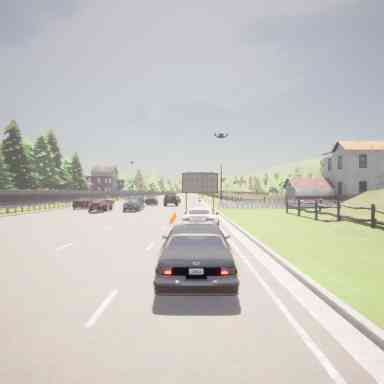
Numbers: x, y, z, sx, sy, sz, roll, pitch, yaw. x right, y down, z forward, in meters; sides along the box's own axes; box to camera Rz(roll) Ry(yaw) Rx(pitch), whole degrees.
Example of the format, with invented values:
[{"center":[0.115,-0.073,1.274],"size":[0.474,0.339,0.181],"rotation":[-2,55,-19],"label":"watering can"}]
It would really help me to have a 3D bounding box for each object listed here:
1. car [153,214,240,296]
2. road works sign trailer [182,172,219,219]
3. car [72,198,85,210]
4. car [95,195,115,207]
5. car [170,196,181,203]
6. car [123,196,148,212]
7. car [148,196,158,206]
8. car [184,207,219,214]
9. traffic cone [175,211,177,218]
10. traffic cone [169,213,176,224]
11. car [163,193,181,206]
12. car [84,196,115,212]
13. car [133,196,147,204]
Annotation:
[{"center":[0.108,1.547,8.795],"size":[2.033,1.411,5.357],"rotation":[0,0,1],"label":"car"},{"center":[0.512,0.464,22.055],"size":[2.380,3.560,2.880],"rotation":[0,0,-4],"label":"road works sign trailer"},{"center":[-13.849,1.478,43.106],"size":[1.882,1.535,5.008],"rotation":[0,0,0],"label":"car"},{"center":[-13.839,1.352,53.104],"size":[2.097,1.767,4.553],"rotation":[0,0,0],"label":"car"},{"center":[-3.319,1.564,68.547],"size":[1.994,1.385,4.181],"rotation":[0,0,0],"label":"car"},{"center":[-6.853,1.547,39.324],"size":[2.033,1.411,5.357],"rotation":[0,0,0],"label":"car"},{"center":[-6.832,1.477,56.613],"size":[1.882,1.535,5.008],"rotation":[0,0,0],"label":"car"},{"center":[0.506,1.539,18.441],"size":[1.812,1.442,4.674],"rotation":[0,-1,6],"label":"car"},{"center":[-1.458,1.955,25.151],"size":[0.340,0.580,0.340],"rotation":[0,0,0],"label":"traffic cone"},{"center":[-1.460,1.955,23.151],"size":[0.340,0.580,0.340],"rotation":[0,0,0],"label":"traffic cone"},{"center":[-3.337,1.221,53.331],"size":[2.150,2.045,5.566],"rotation":[0,0,0],"label":"car"},{"center":[-10.355,1.526,37.889],"size":[1.812,1.442,4.674],"rotation":[0,0,0],"label":"car"},{"center":[-10.323,1.563,66.384],"size":[1.994,1.385,4.181],"rotation":[0,0,0],"label":"car"}]
